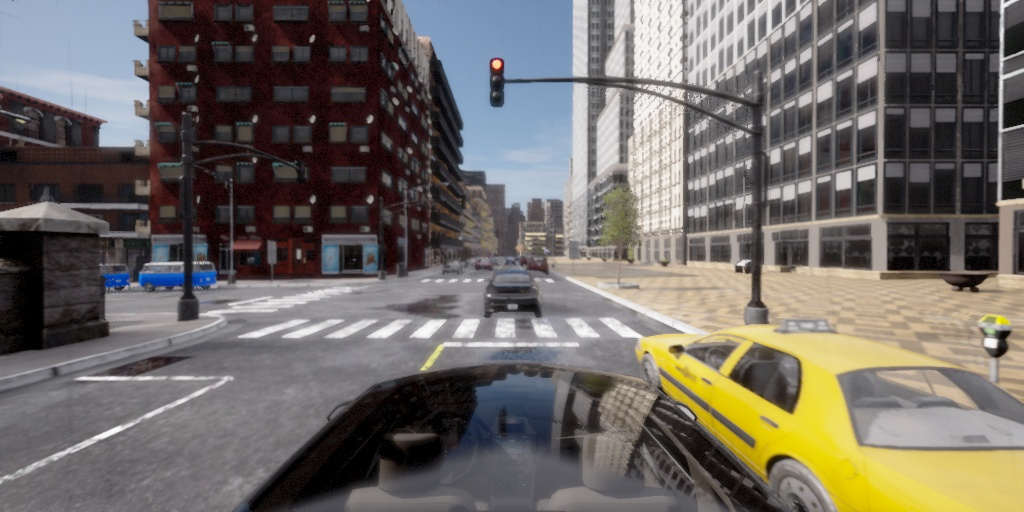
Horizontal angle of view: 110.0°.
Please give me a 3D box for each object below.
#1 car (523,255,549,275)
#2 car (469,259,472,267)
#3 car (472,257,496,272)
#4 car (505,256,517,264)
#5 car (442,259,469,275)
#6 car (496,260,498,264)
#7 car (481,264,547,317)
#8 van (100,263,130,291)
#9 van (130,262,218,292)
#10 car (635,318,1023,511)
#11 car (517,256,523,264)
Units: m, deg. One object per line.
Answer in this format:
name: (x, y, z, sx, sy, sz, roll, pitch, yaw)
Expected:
car: (2.536, 0.882, 35.796, 2.192, 1.841, 5.009, 0, 0, 0)
car: (-5.920, 1.043, 52.337, 2.007, 1.370, 4.403, 0, 0, 0)
car: (-3.277, 1.013, 42.666, 1.882, 1.535, 5.008, 0, 0, 0)
car: (-0.287, 0.966, 64.973, 1.812, 1.442, 4.674, 0, 0, 0)
car: (-5.844, 1.119, 35.758, 2.007, 1.370, 4.403, 0, 0, 0)
car: (-3.313, 1.023, 60.330, 1.994, 1.385, 4.181, 0, 0, 0)
car: (0.023, 1.221, 12.982, 1.837, 1.490, 4.892, 0, 1, 0)
van: (-26.397, 1.367, 22.376, 3.998, 1.789, 1.690, 0, 0, -1)
van: (-20.859, 1.276, 22.451, 3.998, 1.789, 1.690, 0, 0, -1)
car: (2.683, 1.265, 3.555, 1.751, 1.417, 4.829, 0, 0, 0)
car: (2.435, 0.783, 57.901, 2.192, 1.841, 5.009, 0, 0, 0)
